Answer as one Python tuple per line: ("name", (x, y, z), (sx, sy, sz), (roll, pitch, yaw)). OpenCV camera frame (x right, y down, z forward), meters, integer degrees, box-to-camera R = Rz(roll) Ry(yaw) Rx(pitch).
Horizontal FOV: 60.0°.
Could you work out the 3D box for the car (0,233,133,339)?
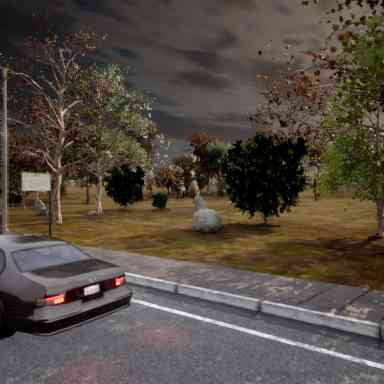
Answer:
("car", (-3.580, 1.547, 6.557), (5.357, 1.411, 2.033), (0, 0, 36))
